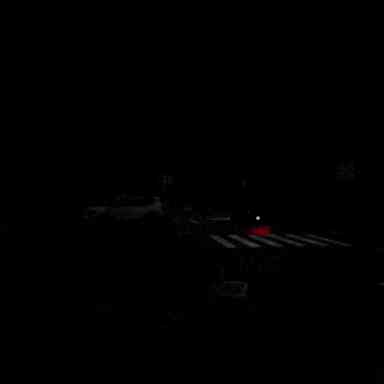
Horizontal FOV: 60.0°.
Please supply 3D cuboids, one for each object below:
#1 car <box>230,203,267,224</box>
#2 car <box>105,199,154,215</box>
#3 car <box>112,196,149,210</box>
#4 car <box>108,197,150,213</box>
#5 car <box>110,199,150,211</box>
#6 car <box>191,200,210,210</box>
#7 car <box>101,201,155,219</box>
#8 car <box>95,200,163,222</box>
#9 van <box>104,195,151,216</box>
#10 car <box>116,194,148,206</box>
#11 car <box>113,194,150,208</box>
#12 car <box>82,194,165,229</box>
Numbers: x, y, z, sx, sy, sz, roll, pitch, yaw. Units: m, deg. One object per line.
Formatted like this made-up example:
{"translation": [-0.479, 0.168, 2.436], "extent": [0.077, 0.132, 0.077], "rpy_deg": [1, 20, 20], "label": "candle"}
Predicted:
{"translation": [4.418, 1.646, 26.612], "extent": [1.837, 1.490, 4.892], "rpy_deg": [0, 0, -9], "label": "car"}
{"translation": [-7.073, 1.623, 37.557], "extent": [5.008, 1.535, 2.097], "rpy_deg": [0, 0, -30], "label": "car"}
{"translation": [-8.553, 1.534, 46.456], "extent": [4.553, 1.767, 2.185], "rpy_deg": [0, 0, -30], "label": "car"}
{"translation": [-7.616, 1.509, 40.512], "extent": [4.553, 1.767, 2.185], "rpy_deg": [0, 0, -30], "label": "car"}
{"translation": [-8.085, 1.687, 43.483], "extent": [4.674, 1.452, 2.002], "rpy_deg": [0, 0, -30], "label": "car"}
{"translation": [1.163, 1.764, 45.721], "extent": [2.033, 1.411, 5.357], "rpy_deg": [0, 0, -10], "label": "car"}
{"translation": [-6.078, 1.640, 31.638], "extent": [4.674, 1.452, 2.002], "rpy_deg": [0, 0, -30], "label": "car"}
{"translation": [-5.403, 1.584, 28.769], "extent": [5.366, 1.575, 1.946], "rpy_deg": [0, 0, -30], "label": "car"}
{"translation": [-6.679, 1.387, 34.536], "extent": [4.442, 1.987, 1.878], "rpy_deg": [0, 0, -30], "label": "van"}
{"translation": [-11.559, 1.501, 64.236], "extent": [5.566, 2.045, 2.435], "rpy_deg": [-1, -1, -30], "label": "car"}
{"translation": [-10.054, 1.450, 55.346], "extent": [5.566, 2.045, 2.435], "rpy_deg": [0, -1, -30], "label": "car"}
{"translation": [-4.562, 1.314, 22.733], "extent": [5.566, 2.045, 2.435], "rpy_deg": [0, 0, -30], "label": "car"}
